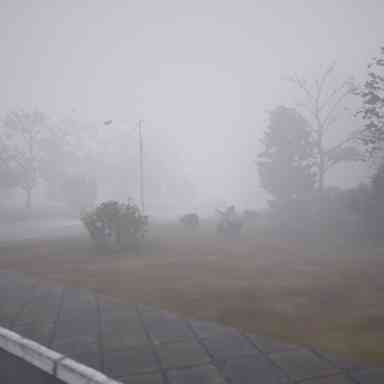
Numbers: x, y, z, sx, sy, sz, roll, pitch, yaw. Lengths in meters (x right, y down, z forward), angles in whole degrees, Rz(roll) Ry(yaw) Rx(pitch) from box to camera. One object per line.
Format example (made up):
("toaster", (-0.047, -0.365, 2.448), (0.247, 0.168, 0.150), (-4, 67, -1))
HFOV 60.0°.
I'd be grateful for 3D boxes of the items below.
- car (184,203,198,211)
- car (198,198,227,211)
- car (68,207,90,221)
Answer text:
("car", (0.825, 2.515, 56.510), (2.033, 1.411, 5.357), (-3, -2, 32))
("car", (3.848, 2.043, 54.769), (2.150, 2.045, 5.566), (-3, -2, 32))
("car", (-11.510, 2.359, 37.049), (1.812, 1.442, 4.674), (-3, -2, 32))
